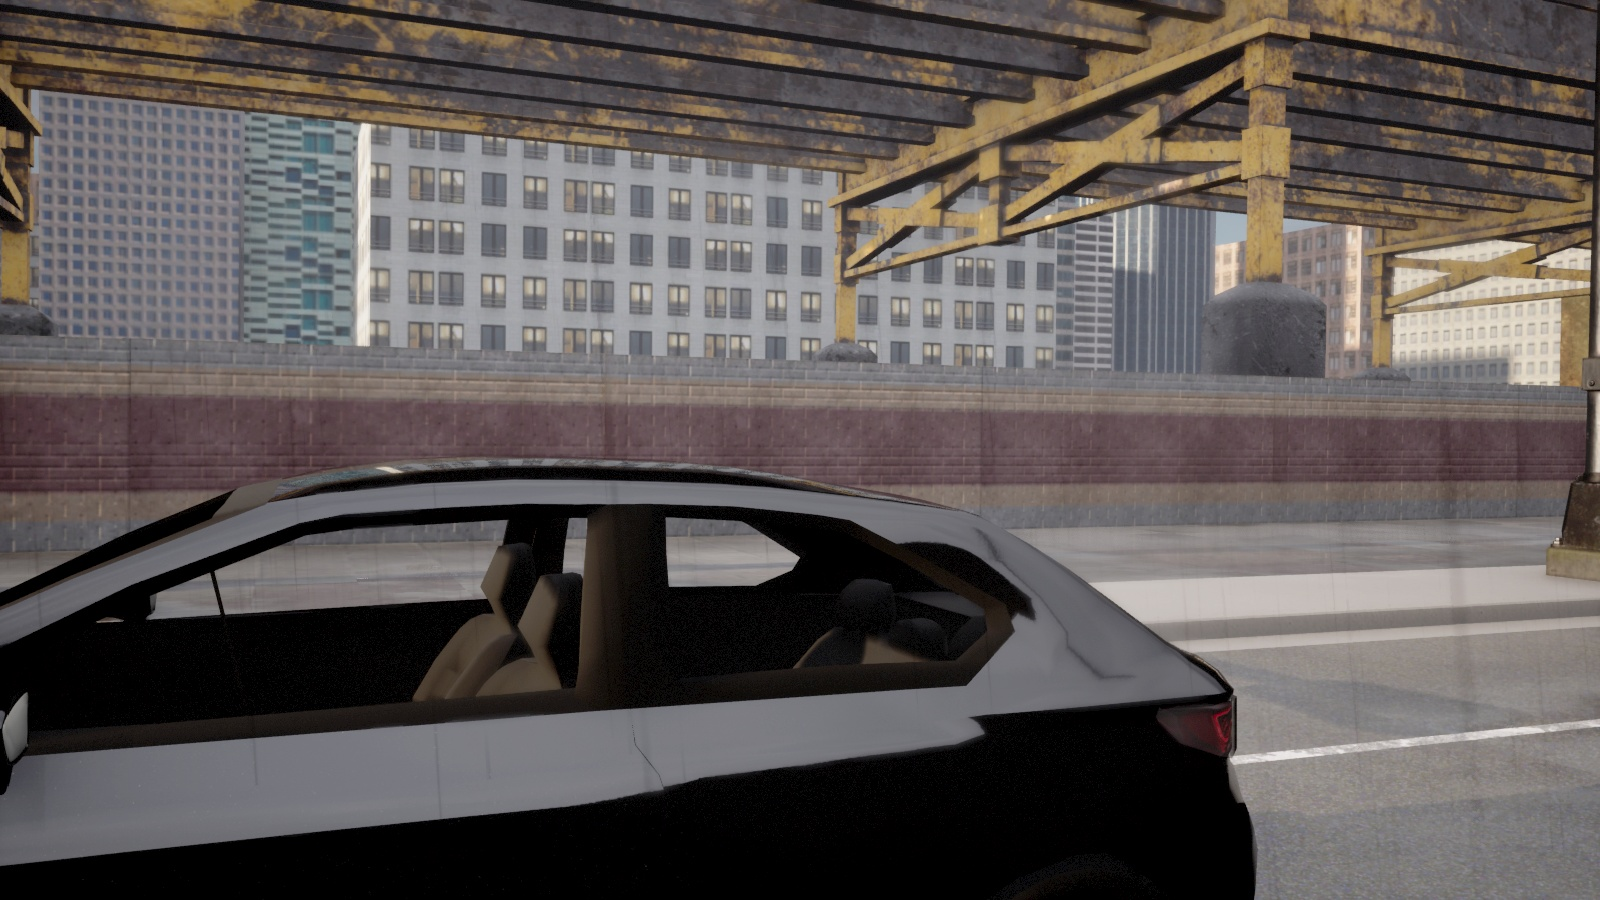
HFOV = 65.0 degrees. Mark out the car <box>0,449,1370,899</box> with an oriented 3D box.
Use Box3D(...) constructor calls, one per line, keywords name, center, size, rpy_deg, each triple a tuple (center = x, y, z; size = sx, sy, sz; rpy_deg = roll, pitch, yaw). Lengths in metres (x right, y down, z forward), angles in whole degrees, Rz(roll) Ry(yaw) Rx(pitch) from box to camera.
Box3D(name="car", center=(-1.042, 0.777, 2.843), size=(4.193, 1.474, 1.816), rpy_deg=(-1, 1, -21))
